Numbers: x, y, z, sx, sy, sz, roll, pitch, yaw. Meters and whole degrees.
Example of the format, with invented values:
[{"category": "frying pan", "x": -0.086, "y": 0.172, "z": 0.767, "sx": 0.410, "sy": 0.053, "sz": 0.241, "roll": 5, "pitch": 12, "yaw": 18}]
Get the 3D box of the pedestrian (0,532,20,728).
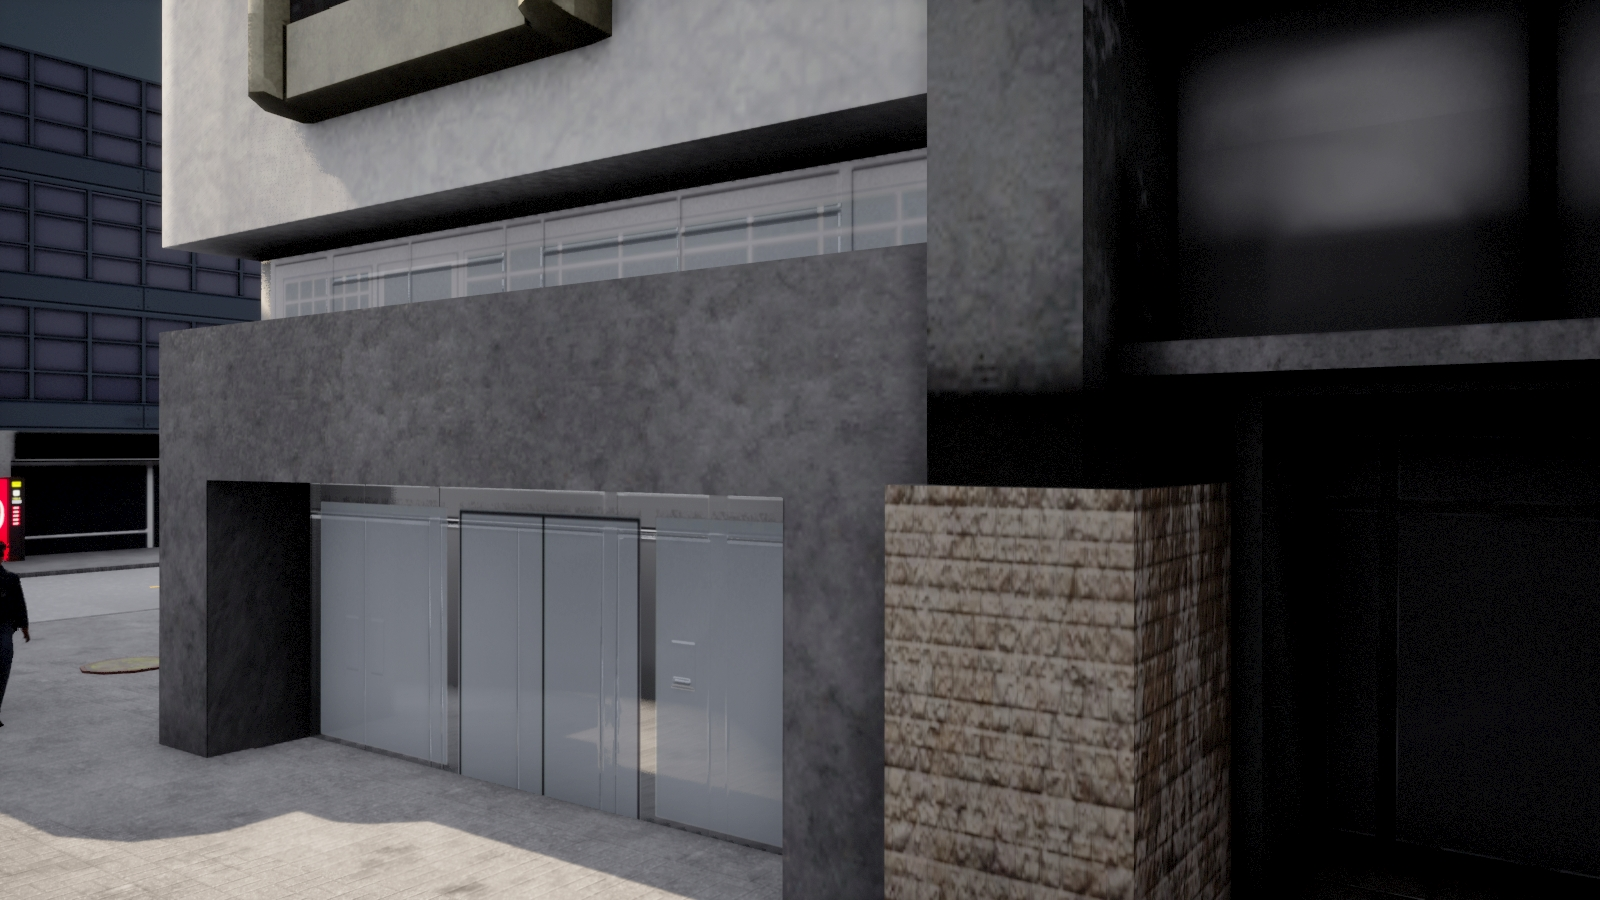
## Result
[{"category": "pedestrian", "x": -7.831, "y": 1.741, "z": 11.092, "sx": 0.375, "sy": 1.860, "sz": 0.375, "roll": 0, "pitch": 0, "yaw": -43}]
